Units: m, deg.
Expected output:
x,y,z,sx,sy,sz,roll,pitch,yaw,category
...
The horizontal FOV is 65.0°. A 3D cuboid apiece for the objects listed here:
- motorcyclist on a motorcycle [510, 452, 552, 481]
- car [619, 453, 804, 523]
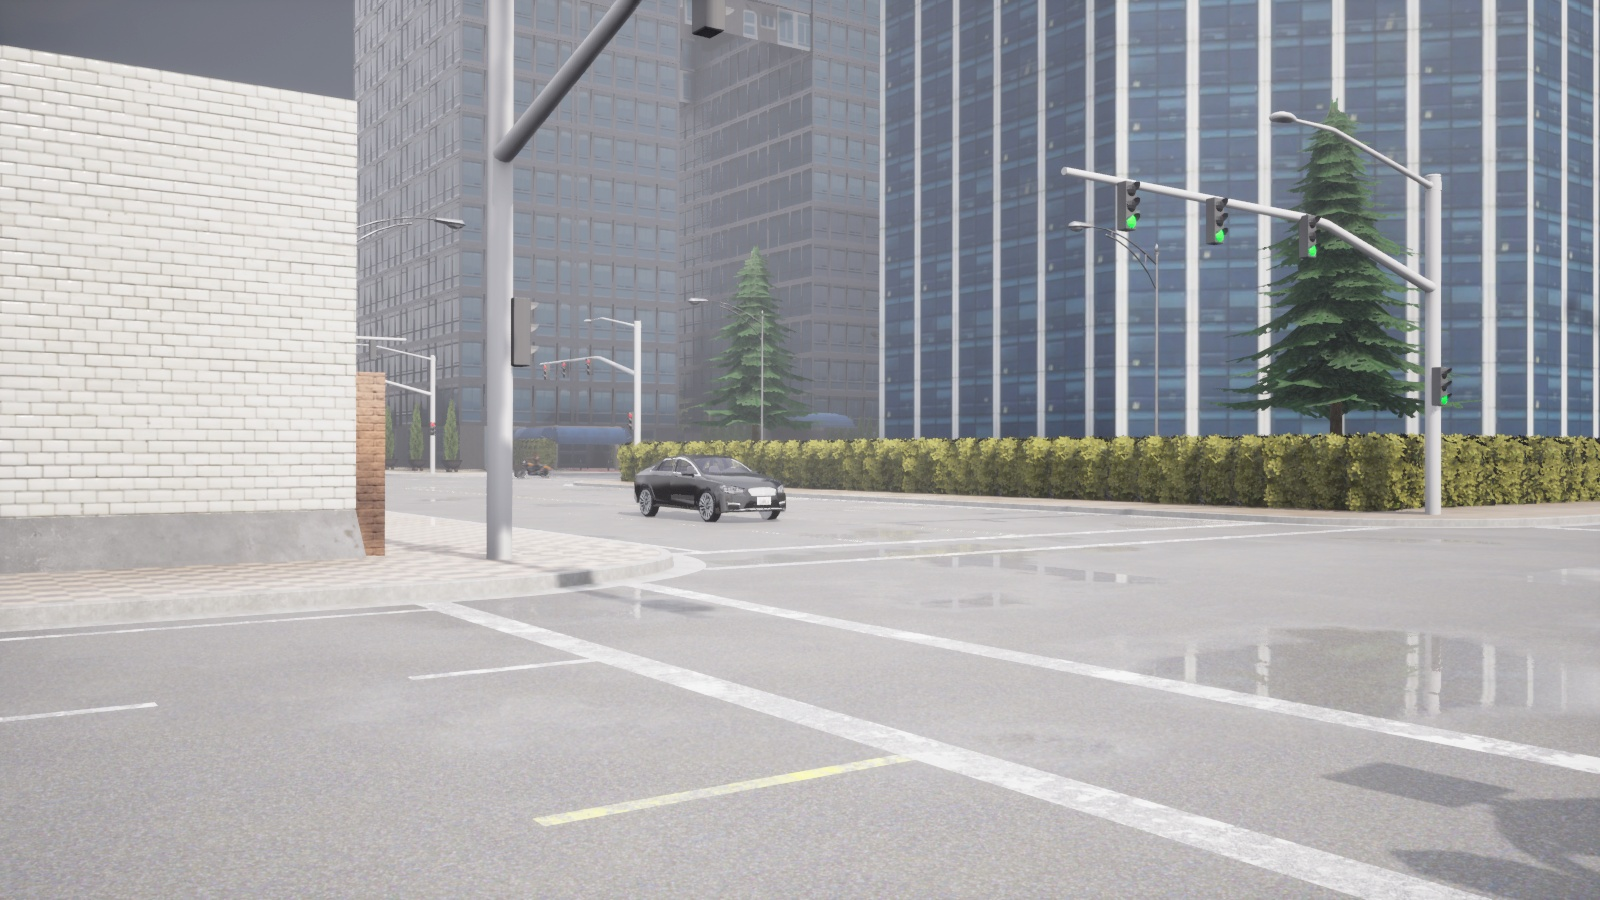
x,y,z,sx,sy,sz,roll,pitch,yaw,category
-15.862,0.965,74.044,2.350,1.649,0.766,0,0,-39,motorcyclist on a motorcycle
-2.194,0.834,29.697,2.128,1.511,4.902,0,0,-35,car
